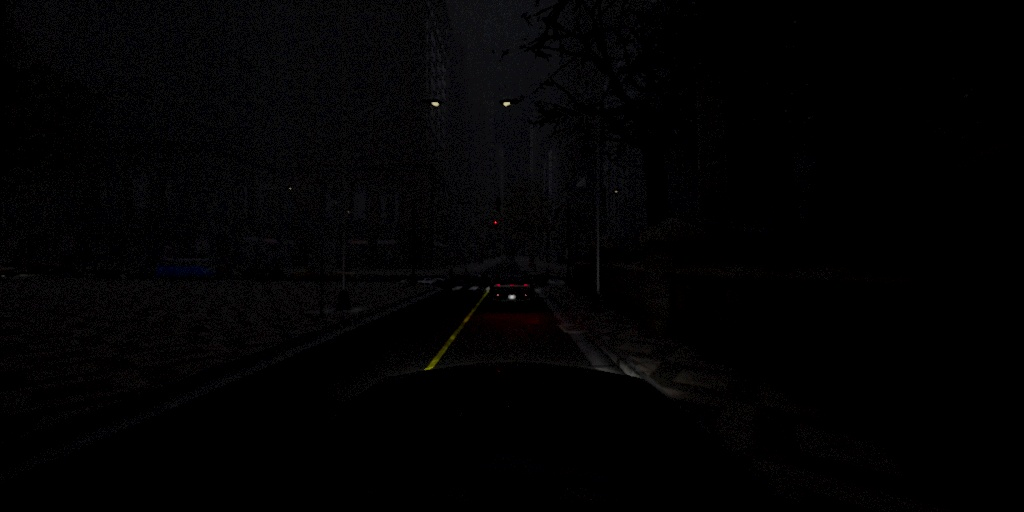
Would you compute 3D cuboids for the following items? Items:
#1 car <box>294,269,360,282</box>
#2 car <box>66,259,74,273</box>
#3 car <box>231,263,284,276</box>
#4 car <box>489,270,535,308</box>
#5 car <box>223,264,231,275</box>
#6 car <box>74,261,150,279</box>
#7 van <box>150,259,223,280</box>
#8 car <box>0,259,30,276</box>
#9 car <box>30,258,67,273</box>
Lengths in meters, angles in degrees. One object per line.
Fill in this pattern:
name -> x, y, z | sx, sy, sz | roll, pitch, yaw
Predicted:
car -> -14.937, 1.401, 29.004 | 4.829, 1.417, 1.751 | 0, 0, 0
car -> -43.162, 1.158, 37.700 | 4.403, 1.370, 2.007 | 0, 0, 0
car -> -26.306, 1.399, 37.598 | 4.313, 1.339, 1.948 | 0, 0, 0
car -> 0.006, 1.377, 16.147 | 2.128, 1.511, 4.902 | 0, 0, 0
car -> -31.924, 1.308, 37.632 | 4.507, 1.381, 1.888 | 0, 0, 0
car -> -31.966, 1.235, 29.107 | 4.403, 1.370, 2.007 | 0, 0, 0
van -> -26.348, 1.095, 29.073 | 3.998, 1.789, 1.690 | 0, 0, 0
car -> -43.036, 1.054, 29.174 | 4.829, 1.417, 1.751 | 0, 0, 0
car -> -48.779, 0.965, 37.735 | 4.097, 1.591, 1.967 | 0, 0, 0
